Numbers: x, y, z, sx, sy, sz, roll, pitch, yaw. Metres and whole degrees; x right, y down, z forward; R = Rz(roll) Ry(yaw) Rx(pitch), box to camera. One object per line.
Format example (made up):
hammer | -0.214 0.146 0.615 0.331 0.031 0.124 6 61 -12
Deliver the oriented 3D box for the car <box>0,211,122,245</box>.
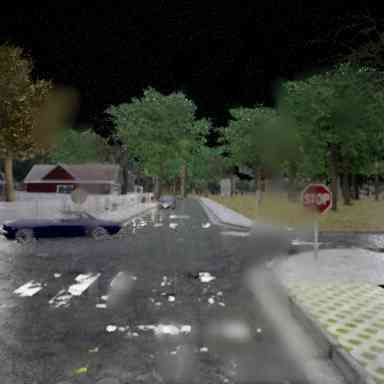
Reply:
car | -5.600 1.481 14.409 4.718 1.301 1.895 2 -1 -32

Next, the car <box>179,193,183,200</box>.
car | -2.724 0.825 61.776 2.097 1.767 4.553 0 0 0

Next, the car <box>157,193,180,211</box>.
car | -2.736 1.229 36.753 2.128 1.511 4.902 0 0 0
